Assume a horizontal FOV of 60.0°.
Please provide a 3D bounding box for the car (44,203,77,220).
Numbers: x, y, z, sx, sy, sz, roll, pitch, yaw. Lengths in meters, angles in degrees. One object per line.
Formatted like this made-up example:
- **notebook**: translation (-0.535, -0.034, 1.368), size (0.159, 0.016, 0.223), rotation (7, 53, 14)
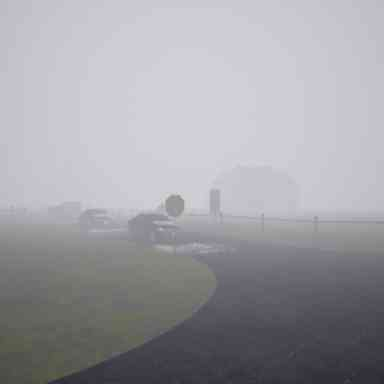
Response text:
- **car**: translation (-14.939, 2.282, 37.453), size (1.882, 1.535, 5.008), rotation (2, -3, -34)

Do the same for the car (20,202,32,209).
- **car**: translation (-41.112, 3.323, 82.399), size (2.097, 1.767, 4.553), rotation (2, -2, -34)

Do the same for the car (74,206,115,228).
- **car**: translation (-7.793, 2.088, 26.996), size (1.812, 1.442, 4.674), rotation (2, -2, -35)

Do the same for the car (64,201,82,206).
- **car**: translation (-16.203, 2.246, 44.397), size (2.150, 2.045, 5.566), rotation (2, -2, -33)

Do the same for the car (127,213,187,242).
- **car**: translation (-2.121, 1.897, 18.681), size (1.812, 1.442, 4.674), rotation (2, -2, -34)

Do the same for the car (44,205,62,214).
- **car**: translation (-22.254, 2.758, 53.149), size (1.812, 1.442, 4.674), rotation (2, -2, -34)

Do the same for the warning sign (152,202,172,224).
- **warning sign**: translation (-2.594, 1.826, 28.816), size (1.300, 1.860, 1.060), rotation (3, -2, -34)
